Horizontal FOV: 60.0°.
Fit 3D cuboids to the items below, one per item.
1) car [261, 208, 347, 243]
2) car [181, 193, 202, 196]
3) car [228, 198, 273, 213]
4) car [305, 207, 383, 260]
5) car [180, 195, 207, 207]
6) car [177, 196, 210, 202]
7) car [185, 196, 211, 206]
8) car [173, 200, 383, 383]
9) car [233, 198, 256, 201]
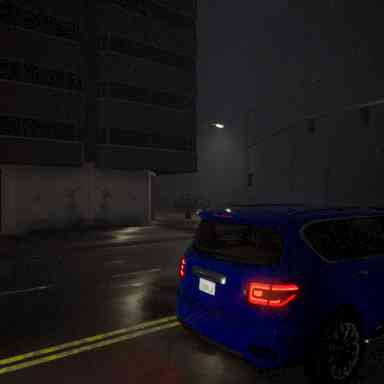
[{"bbox_3d":[5.656,1.564,16.656,4.181,1.385,1.994,0,0,-36],"label":"car"},{"bbox_3d":[0.295,1.221,46.735,2.150,2.045,5.566,0,0,-35],"label":"car"},{"bbox_3d":[6.610,1.491,38.073,2.128,1.511,4.902,0,0,-36],"label":"car"},{"bbox_3d":[6.809,1.477,13.175,5.008,1.535,1.882,0,0,-36],"label":"car"},{"bbox_3d":[0.216,1.352,53.067,2.097,1.767,4.553,0,0,-36],"label":"car"},{"bbox_3d":[-0.346,1.547,41.665,2.033,1.411,5.357,0,0,-36],"label":"car"},{"bbox_3d":[1.058,1.478,57.856,1.882,1.535,5.008,0,0,-36],"label":"car"},{"bbox_3d":[2.380,1.221,5.507,5.566,2.045,2.150,0,0,-35],"label":"car"},{"bbox_3d":[5.405,1.491,33.789,2.128,1.511,4.902,0,0,-36],"label":"car"}]
